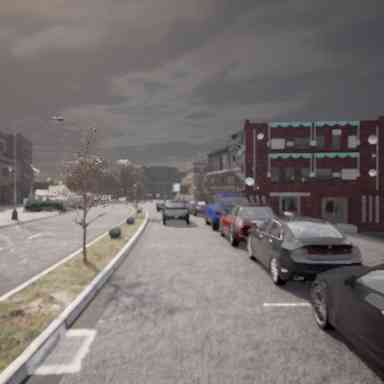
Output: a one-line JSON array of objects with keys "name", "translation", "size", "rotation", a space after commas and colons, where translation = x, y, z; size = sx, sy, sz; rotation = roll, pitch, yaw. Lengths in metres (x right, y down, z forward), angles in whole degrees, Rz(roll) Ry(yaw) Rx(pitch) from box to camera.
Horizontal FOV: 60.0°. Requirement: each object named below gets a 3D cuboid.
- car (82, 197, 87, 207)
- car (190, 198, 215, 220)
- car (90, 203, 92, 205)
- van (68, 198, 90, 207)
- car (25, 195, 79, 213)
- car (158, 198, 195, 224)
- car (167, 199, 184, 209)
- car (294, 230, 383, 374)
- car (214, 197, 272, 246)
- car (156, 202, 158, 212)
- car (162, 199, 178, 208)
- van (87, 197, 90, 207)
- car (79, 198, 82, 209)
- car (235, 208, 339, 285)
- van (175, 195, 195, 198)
[{"name": "car", "translation": [-19.089, 1.959, 50.775], "size": [4.892, 1.521, 2.231], "rotation": [0, -1, -12]}, {"name": "car", "translation": [0.915, 1.522, 31.479], "size": [2.002, 1.452, 4.674], "rotation": [0, -1, -7]}, {"name": "car", "translation": [-24.574, 2.199, 71.773], "size": [5.566, 2.045, 2.435], "rotation": [0, -1, -17]}, {"name": "van", "translation": [-25.238, 2.275, 74.440], "size": [4.442, 1.987, 1.878], "rotation": [0, -1, -17]}, {"name": "car", "translation": [-16.966, 1.436, 39.936], "size": [5.566, 2.045, 2.435], "rotation": [0, -1, -9]}, {"name": "car", "translation": [-1.243, 1.438, 24.112], "size": [2.128, 1.511, 4.902], "rotation": [0, 0, -5]}, {"name": "car", "translation": [-2.697, 1.932, 53.386], "size": [2.163, 1.488, 4.792], "rotation": [0, -1, -11]}, {"name": "car", "translation": [2.969, 1.490, 3.856], "size": [2.002, 1.452, 4.674], "rotation": [0, 0, -1]}, {"name": "car", "translation": [2.496, 1.273, 14.902], "size": [2.185, 1.767, 4.553], "rotation": [0, 0, -3]}, {"name": "car", "translation": [-3.586, 1.774, 41.900], "size": [1.895, 1.301, 4.718], "rotation": [0, -1, -9]}, {"name": "car", "translation": [-3.873, 2.031, 58.750], "size": [2.097, 1.535, 5.008], "rotation": [0, -1, -12]}, {"name": "van", "translation": [-22.437, 2.056, 64.009], "size": [4.442, 1.987, 1.878], "rotation": [0, -1, -15]}, {"name": "car", "translation": [-17.942, 1.842, 45.307], "size": [4.792, 1.488, 2.163], "rotation": [0, -1, -10]}, {"name": "car", "translation": [2.799, 1.416, 9.275], "size": [2.231, 1.521, 4.892], "rotation": [0, 0, -2]}, {"name": "van", "translation": [-0.682, 1.427, 42.582], "size": [1.878, 1.987, 4.442], "rotation": [0, -1, -9]}]
